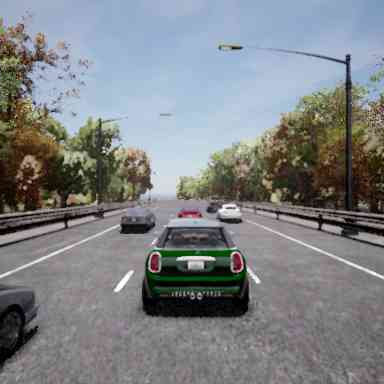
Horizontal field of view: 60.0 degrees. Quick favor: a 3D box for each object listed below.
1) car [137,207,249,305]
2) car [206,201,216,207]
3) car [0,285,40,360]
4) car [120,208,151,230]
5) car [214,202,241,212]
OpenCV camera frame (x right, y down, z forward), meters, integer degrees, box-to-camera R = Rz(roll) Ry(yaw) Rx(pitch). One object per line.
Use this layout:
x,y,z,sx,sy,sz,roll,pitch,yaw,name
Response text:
0.063,1.435,8.448,2.097,1.767,4.553,0,-1,0,car
2.887,1.997,44.880,1.812,1.442,4.674,0,-1,-1,car
-3.409,1.578,2.981,2.033,1.411,5.357,0,-1,0,car
-3.582,1.777,22.709,2.033,1.411,5.357,0,-1,-1,car
3.268,1.823,29.455,1.812,1.442,4.674,0,0,-1,car
